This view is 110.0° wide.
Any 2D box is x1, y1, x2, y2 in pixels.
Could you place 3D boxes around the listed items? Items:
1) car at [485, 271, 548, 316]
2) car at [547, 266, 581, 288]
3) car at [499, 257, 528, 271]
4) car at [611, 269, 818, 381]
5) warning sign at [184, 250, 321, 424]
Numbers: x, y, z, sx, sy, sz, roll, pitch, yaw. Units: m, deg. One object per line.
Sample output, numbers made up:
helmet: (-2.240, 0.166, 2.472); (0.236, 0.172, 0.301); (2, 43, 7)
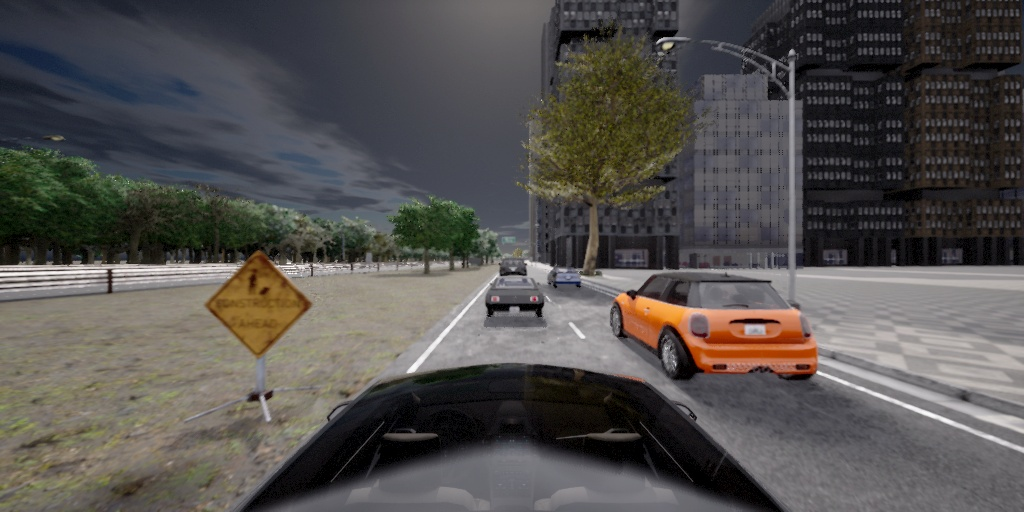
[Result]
car: (0.089, 1.381, 13.362); (1.895, 1.301, 4.718); (0, 0, 0)
car: (3.579, 1.425, 25.257); (2.033, 1.411, 5.357); (0, -1, 0)
car: (0.086, 1.137, 29.252); (2.150, 2.045, 5.566); (0, 0, 0)
car: (3.567, 1.108, 7.369); (2.097, 1.767, 4.553); (0, 0, 0)
warning sign: (-3.050, 0.863, 4.354); (1.300, 1.860, 1.060); (0, 0, 0)
